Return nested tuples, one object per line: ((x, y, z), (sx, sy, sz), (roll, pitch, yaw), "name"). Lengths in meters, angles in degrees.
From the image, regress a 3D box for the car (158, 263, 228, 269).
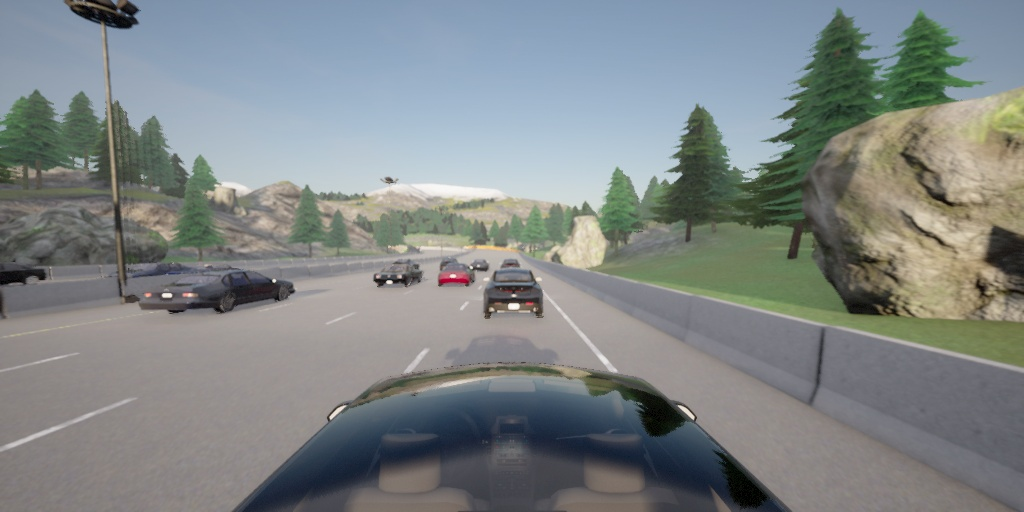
((-21.146, 1.211, 24.908), (1.895, 1.301, 4.718), (0, 0, 0), "car")

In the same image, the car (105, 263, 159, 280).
((-24.646, 1.164, 24.915), (2.033, 1.411, 5.357), (0, 0, 0), "car")

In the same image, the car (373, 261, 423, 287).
((-7.031, 1.199, 22.760), (1.895, 1.301, 4.718), (0, 0, 0), "car")

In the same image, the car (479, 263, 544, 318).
((0.037, 1.166, 12.612), (1.837, 1.490, 4.892), (0, 0, 0), "car")

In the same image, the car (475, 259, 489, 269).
((-3.654, 1.019, 41.077), (1.994, 1.385, 4.181), (0, 0, 0), "car")

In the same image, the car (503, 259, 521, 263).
((-0.108, 1.006, 34.147), (1.837, 1.490, 4.892), (0, 0, 0), "car")

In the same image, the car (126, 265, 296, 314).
((-10.469, 1.222, 13.372), (2.033, 1.411, 5.357), (0, 0, 0), "car")

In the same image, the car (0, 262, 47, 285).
((-31.659, 1.128, 21.498), (1.882, 1.535, 5.008), (0, 0, 0), "car")

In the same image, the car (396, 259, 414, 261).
((-10.621, 0.996, 36.145), (2.128, 1.511, 4.902), (0, 0, 0), "car")

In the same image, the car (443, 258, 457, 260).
((-7.159, 0.961, 41.744), (1.837, 1.490, 4.892), (0, 0, 0), "car")

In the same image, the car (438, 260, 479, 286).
((-3.536, 1.151, 23.415), (1.994, 1.385, 4.181), (0, 0, 0), "car")
